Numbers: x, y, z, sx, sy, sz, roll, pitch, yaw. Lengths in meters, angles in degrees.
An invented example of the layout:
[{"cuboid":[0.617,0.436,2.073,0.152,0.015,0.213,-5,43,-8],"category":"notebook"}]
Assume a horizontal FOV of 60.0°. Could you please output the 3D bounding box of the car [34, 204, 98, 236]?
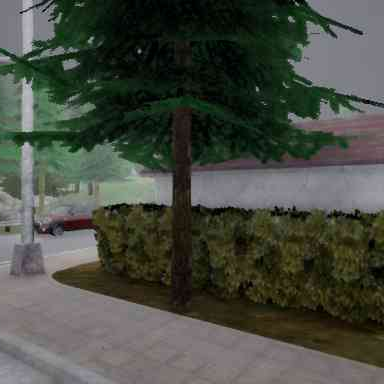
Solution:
[{"cuboid":[-7.345,1.543,19.850,2.097,1.767,4.553,0,0,35],"category":"car"}]
